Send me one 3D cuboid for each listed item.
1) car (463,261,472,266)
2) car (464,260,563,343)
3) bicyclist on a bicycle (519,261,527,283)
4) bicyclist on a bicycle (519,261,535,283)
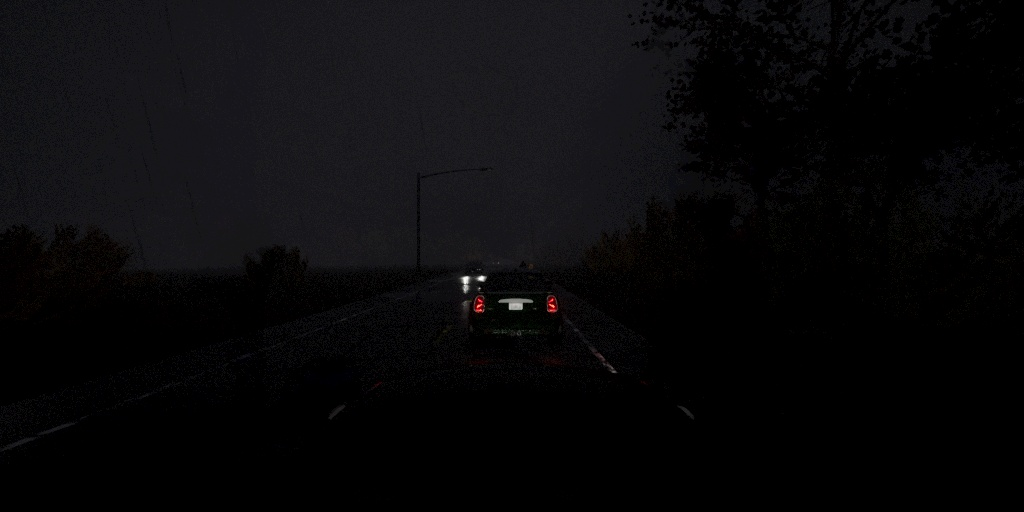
[{"bbox_3d":[-3.801,1.243,36.771,1.837,1.490,4.892,0,0,-1],"label":"car"},{"bbox_3d":[0.073,1.099,9.795,2.097,1.767,4.553,0,0,0],"label":"car"},{"bbox_3d":[0.843,1.193,27.256,0.582,1.620,1.656,0,0,0],"label":"bicyclist on a bicycle"},{"bbox_3d":[0.905,1.180,17.139,0.866,1.612,1.509,0,0,0],"label":"bicyclist on a bicycle"}]
